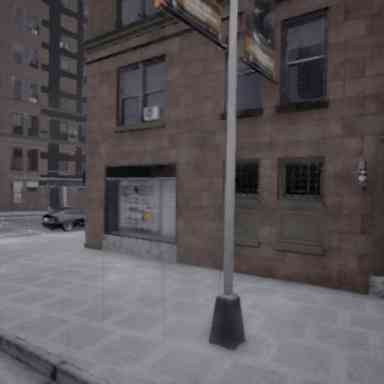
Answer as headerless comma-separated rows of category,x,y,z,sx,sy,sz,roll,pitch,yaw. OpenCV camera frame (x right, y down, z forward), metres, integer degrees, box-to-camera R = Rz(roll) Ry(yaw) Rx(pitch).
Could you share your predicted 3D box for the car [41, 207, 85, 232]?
car,-7.058,1.611,20.552,1.947,1.339,4.313,1,0,36
